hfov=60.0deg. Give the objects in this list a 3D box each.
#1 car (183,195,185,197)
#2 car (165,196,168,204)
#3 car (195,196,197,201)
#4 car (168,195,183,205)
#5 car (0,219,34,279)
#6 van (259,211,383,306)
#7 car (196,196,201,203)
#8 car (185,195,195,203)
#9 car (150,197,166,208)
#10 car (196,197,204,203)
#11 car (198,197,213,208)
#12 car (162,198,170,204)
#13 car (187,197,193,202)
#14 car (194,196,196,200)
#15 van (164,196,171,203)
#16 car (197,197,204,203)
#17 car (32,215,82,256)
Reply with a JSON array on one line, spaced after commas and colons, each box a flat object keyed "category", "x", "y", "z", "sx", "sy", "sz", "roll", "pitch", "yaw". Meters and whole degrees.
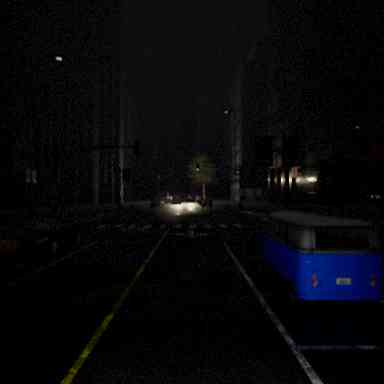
[{"category": "car", "x": -3.536, "y": 1.945, "z": 84.351, "sx": 2.097, "sy": 1.767, "sz": 4.553, "roll": 0, "pitch": 0, "yaw": -1}, {"category": "car", "x": -6.061, "y": 1.970, "z": 60.565, "sx": 2.008, "sy": 1.369, "sz": 4.403, "roll": 0, "pitch": 0, "yaw": -1}, {"category": "car", "x": 2.350, "y": 2.053, "z": 71.987, "sx": 2.008, "sy": 1.369, "sz": 4.403, "roll": 0, "pitch": 0, "yaw": -1}, {"category": "car", "x": -3.380, "y": 1.834, "z": 68.802, "sx": 2.097, "sy": 1.767, "sz": 4.553, "roll": 0, "pitch": -1, "yaw": -1}, {"category": "car", "x": -5.772, "y": 1.578, "z": 7.709, "sx": 1.752, "sy": 1.417, "sz": 4.829, "roll": 0, "pitch": 0, "yaw": 0}, {"category": "van", "x": 2.753, "y": 1.396, "z": 7.890, "sx": 1.690, "sy": 1.788, "sz": 3.998, "roll": 0, "pitch": 0, "yaw": 0}, {"category": "car", "x": 2.404, "y": 2.007, "z": 66.543, "sx": 1.887, "sy": 1.381, "sz": 4.507, "roll": 0, "pitch": 0, "yaw": -1}, {"category": "car", "x": -0.537, "y": 2.065, "z": 84.489, "sx": 1.882, "sy": 1.535, "sz": 5.008, "roll": 0, "pitch": 0, "yaw": -1}, {"category": "car", "x": -6.011, "y": 1.934, "z": 55.573, "sx": 2.008, "sy": 1.369, "sz": 4.403, "roll": 0, "pitch": 0, "yaw": -1}, {"category": "car", "x": 2.144, "y": 2.220, "z": 92.437, "sx": 1.947, "sy": 1.339, "sz": 4.313, "roll": 0, "pitch": 0, "yaw": -1}, {"category": "car", "x": 2.514, "y": 1.935, "z": 55.655, "sx": 2.008, "sy": 1.369, "sz": 4.403, "roll": 0, "pitch": 0, "yaw": -1}, {"category": "car", "x": -6.260, "y": 2.089, "z": 80.379, "sx": 1.752, "sy": 1.417, "sz": 4.829, "roll": 0, "pitch": 0, "yaw": -1}, {"category": "car", "x": -0.642, "y": 2.047, "z": 94.912, "sx": 1.812, "sy": 1.442, "sz": 4.674, "roll": 0, "pitch": 0, "yaw": -1}, {"category": "car", "x": 2.250, "y": 2.126, "z": 81.859, "sx": 2.008, "sy": 1.369, "sz": 4.403, "roll": 0, "pitch": 0, "yaw": -1}, {"category": "van", "x": -6.317, "y": 1.946, "z": 85.962, "sx": 1.690, "sy": 1.788, "sz": 3.998, "roll": 0, "pitch": 0, "yaw": -1}, {"category": "car", "x": 2.195, "y": 2.141, "z": 87.317, "sx": 1.752, "sy": 1.417, "sz": 4.829, "roll": 0, "pitch": 0, "yaw": -1}, {"category": "car", "x": -5.777, "y": 1.642, "z": 13.391, "sx": 2.008, "sy": 1.369, "sz": 4.403, "roll": 0, "pitch": 0, "yaw": 0}]
